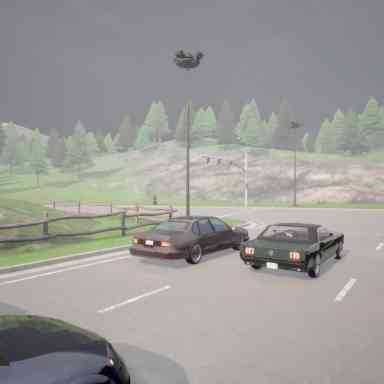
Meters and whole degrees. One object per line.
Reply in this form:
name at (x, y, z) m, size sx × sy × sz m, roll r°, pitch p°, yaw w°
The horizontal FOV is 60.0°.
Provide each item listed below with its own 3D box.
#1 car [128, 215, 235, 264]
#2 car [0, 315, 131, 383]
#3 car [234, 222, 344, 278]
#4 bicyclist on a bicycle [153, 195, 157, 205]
car at (0.174, 1.547, 11.918) m, size 2.033 × 1.411 × 5.357 m, roll 0°, pitch 0°, yaw 35°
car at (-2.365, 1.564, 2.055) m, size 1.994 × 1.385 × 4.181 m, roll 0°, pitch 0°, yaw 35°
car at (3.342, 1.601, 10.338) m, size 1.895 × 1.301 × 4.718 m, roll 0°, pitch 0°, yaw 35°
bicyclist on a bicycle at (-5.794, 1.302, 51.935) m, size 0.582 × 1.620 × 1.656 m, roll 0°, pitch 0°, yaw 14°
